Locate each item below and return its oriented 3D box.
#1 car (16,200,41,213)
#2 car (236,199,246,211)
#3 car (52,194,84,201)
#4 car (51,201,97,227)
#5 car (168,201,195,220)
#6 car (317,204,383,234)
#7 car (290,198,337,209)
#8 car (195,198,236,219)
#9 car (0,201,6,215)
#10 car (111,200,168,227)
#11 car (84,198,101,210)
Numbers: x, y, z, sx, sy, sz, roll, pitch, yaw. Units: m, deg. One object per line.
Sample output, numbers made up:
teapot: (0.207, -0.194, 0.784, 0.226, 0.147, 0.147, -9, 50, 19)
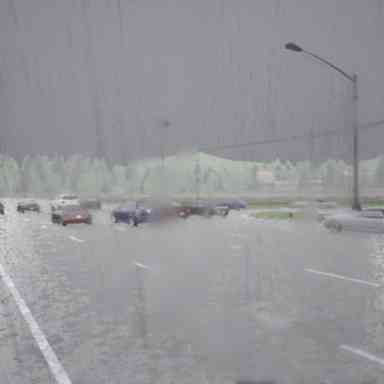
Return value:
car: (-18.673, 1.627, 37.991, 1.812, 1.442, 4.674, -1, 0, -35)
car: (3.788, 1.400, 37.455, 4.674, 1.442, 1.812, 0, 0, 12)
car: (-14.683, 1.283, 38.401, 2.150, 2.045, 5.566, -1, 0, -35)
car: (-8.584, 1.596, 23.485, 1.994, 1.385, 4.181, -1, 0, -35)
car: (-2.145, 1.437, 26.482, 1.882, 1.535, 5.008, -1, 0, -35)
car: (9.005, 1.469, 16.568, 1.895, 1.301, 4.718, -1, 0, -35)
car: (13.292, 1.381, 36.552, 4.718, 1.301, 1.895, -1, 0, -2)
car: (1.073, 1.415, 27.988, 2.128, 1.511, 4.902, -1, 0, -35)
car: (-20.890, 1.637, 35.067, 1.837, 1.490, 4.892, -1, 1, -35)
car: (-3.867, 1.336, 22.826, 2.097, 1.767, 4.553, -1, 0, -35)
car: (-13.165, 1.513, 42.352, 1.882, 1.535, 5.008, -1, 0, -35)
